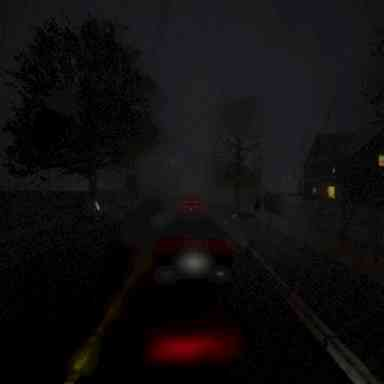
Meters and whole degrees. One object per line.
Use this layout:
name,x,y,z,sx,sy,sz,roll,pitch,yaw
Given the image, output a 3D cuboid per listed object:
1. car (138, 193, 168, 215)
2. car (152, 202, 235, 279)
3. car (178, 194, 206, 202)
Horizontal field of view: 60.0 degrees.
car,-2.939,0.888,25.889,1.882,1.535,5.008,0,1,0
car,0.041,1.263,9.402,1.882,1.535,5.008,0,1,0
car,-0.018,0.915,25.817,1.837,1.490,4.892,0,1,0
